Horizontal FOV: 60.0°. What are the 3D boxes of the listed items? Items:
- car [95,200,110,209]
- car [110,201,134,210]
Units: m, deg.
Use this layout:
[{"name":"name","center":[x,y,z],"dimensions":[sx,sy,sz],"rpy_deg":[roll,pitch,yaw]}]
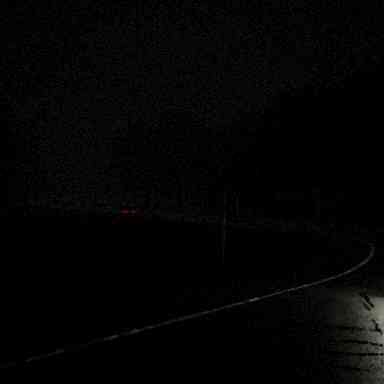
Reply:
[{"name":"car","center":[-15.904,2.274,60.119],"dimensions":[1.882,1.535,5.008],"rpy_deg":[2,-2,-34]},{"name":"car","center":[-10.891,2.177,52.887],"dimensions":[1.812,1.442,4.674],"rpy_deg":[2,-2,-34]}]
